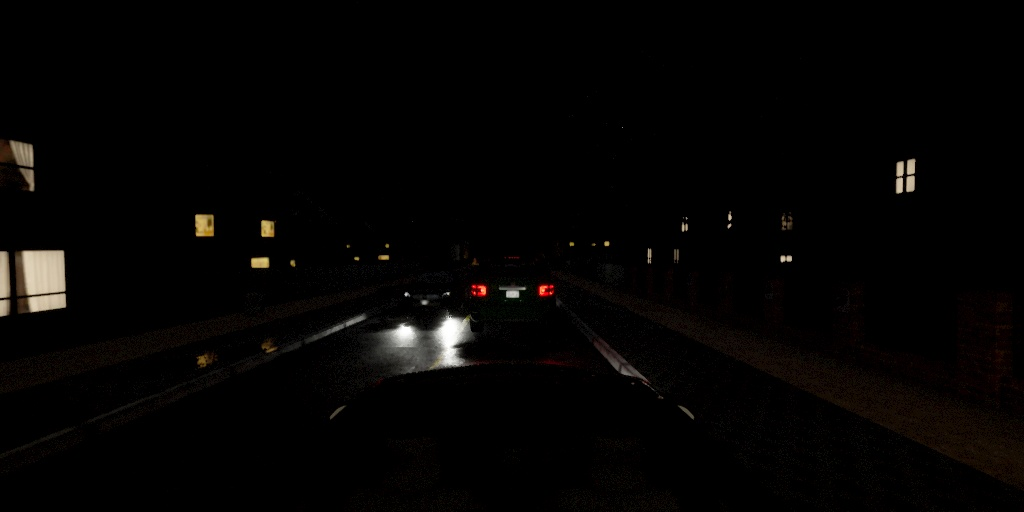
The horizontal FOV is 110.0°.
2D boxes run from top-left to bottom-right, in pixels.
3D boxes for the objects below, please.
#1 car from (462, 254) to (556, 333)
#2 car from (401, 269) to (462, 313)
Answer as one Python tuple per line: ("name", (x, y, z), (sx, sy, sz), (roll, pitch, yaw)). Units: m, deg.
("car", (0.032, 0.963, 10.813), (2.150, 2.045, 5.566), (0, 0, 0))
("car", (-2.878, 1.266, 14.122), (1.812, 1.442, 4.674), (0, 0, 0))
